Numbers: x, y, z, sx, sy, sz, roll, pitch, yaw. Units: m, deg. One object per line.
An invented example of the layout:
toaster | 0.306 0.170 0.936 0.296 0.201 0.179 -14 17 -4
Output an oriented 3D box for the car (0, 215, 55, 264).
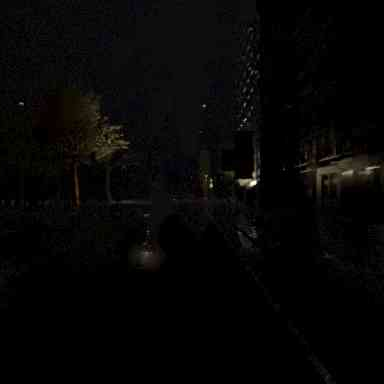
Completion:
car | -6.606 1.518 11.518 1.895 1.301 4.718 0 0 0
